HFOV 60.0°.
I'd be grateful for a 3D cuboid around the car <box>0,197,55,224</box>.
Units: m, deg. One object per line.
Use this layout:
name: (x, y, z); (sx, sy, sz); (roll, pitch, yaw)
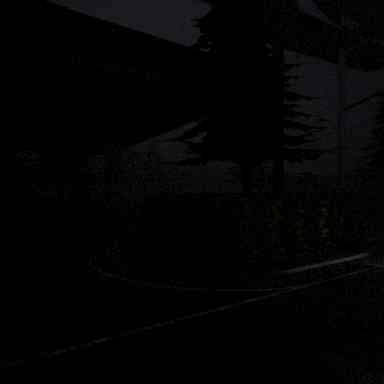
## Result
car: (-11.900, 1.313, 23.522); (3.866, 1.878, 1.905); (0, 0, -36)
